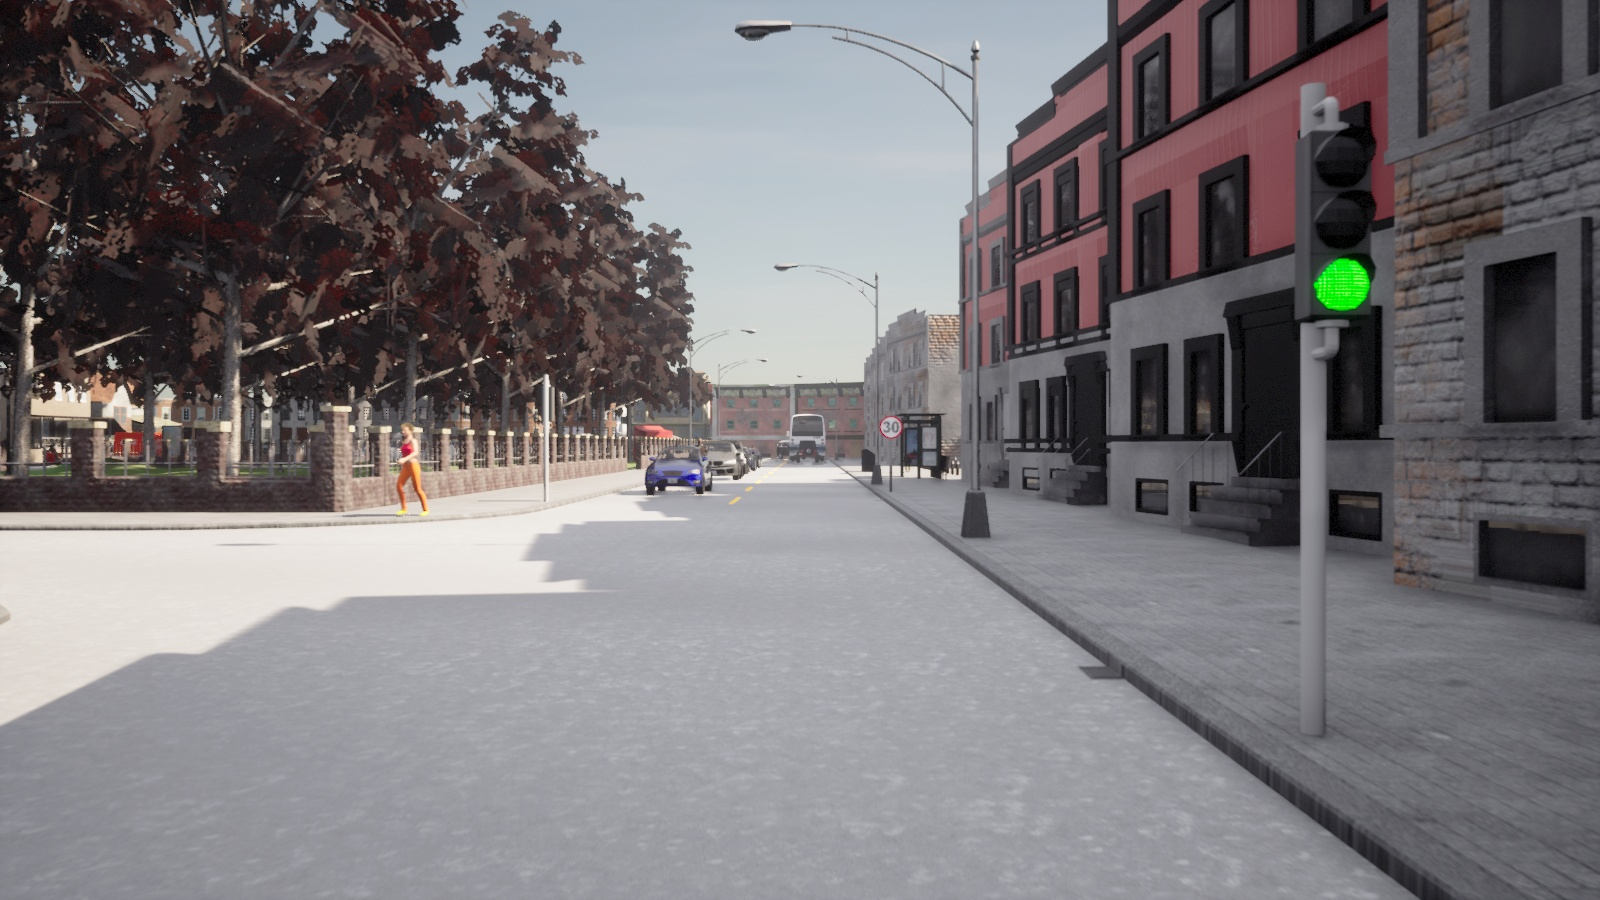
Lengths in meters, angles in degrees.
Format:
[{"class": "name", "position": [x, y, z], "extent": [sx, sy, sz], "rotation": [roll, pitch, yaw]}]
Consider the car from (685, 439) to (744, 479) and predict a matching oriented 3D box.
[{"class": "car", "position": [-3.650, 0.369, 54.279], "extent": [2.242, 1.667, 4.611], "rotation": [0, 0, 0]}]

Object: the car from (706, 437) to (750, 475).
[{"class": "car", "position": [-3.592, 0.303, 63.564], "extent": [1.932, 1.855, 4.605], "rotation": [0, 0, 1]}]

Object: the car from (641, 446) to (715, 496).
[{"class": "car", "position": [-3.733, 0.599, 39.012], "extent": [1.816, 1.474, 4.193], "rotation": [0, 0, 1]}]

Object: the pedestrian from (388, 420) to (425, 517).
[{"class": "pedestrian", "position": [-7.621, 0.351, 24.323], "extent": [0.345, 1.836, 0.594], "rotation": [0, 0, 36]}]
